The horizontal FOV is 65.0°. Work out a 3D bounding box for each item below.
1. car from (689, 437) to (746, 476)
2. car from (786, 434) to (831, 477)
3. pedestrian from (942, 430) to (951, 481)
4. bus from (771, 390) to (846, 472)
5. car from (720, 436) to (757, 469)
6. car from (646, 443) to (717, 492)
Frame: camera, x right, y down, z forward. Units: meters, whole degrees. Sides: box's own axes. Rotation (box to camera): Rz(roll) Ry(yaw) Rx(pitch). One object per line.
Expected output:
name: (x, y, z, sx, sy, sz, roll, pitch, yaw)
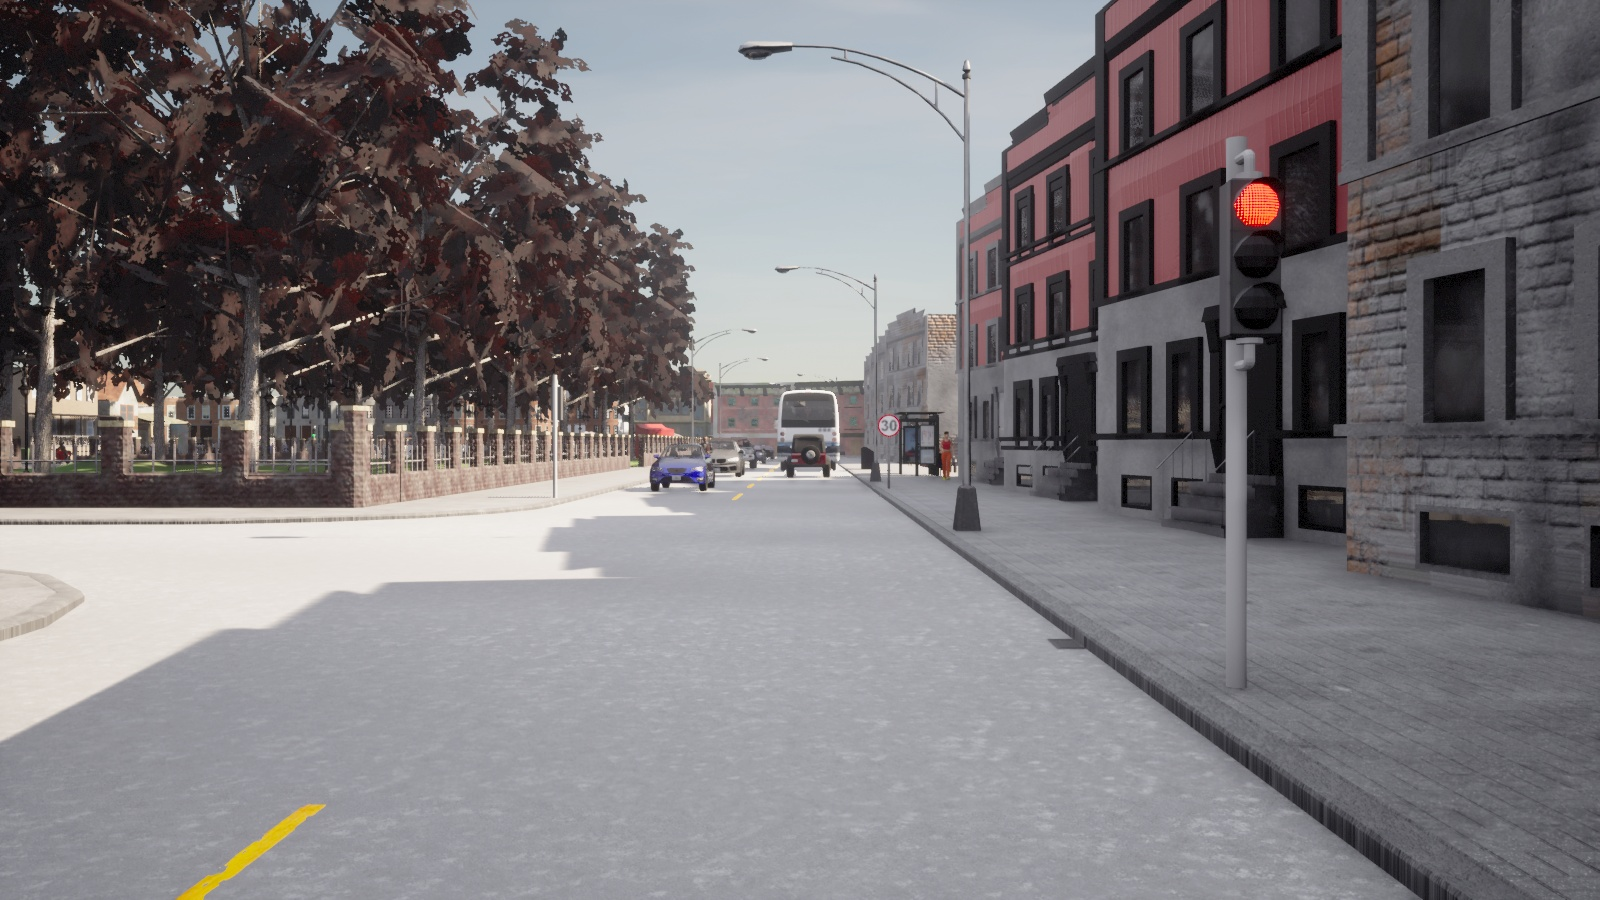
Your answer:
car: (-3.627, 0.270, 56.252, 2.242, 1.667, 4.611, 0, 0, 0)
car: (0.372, 0.228, 55.764, 1.905, 1.878, 3.866, 0, 0, 0)
pedestrian: (5.383, 0.200, 46.121, 0.345, 1.836, 0.594, 0, 0, 7)
bus: (0.469, -1.029, 70.775, 3.944, 4.253, 10.273, 0, 0, 0)
car: (-3.520, 0.150, 72.660, 1.932, 1.855, 4.605, 0, 0, 0)
car: (-3.717, 0.530, 40.145, 1.816, 1.474, 4.193, 0, 0, 1)
